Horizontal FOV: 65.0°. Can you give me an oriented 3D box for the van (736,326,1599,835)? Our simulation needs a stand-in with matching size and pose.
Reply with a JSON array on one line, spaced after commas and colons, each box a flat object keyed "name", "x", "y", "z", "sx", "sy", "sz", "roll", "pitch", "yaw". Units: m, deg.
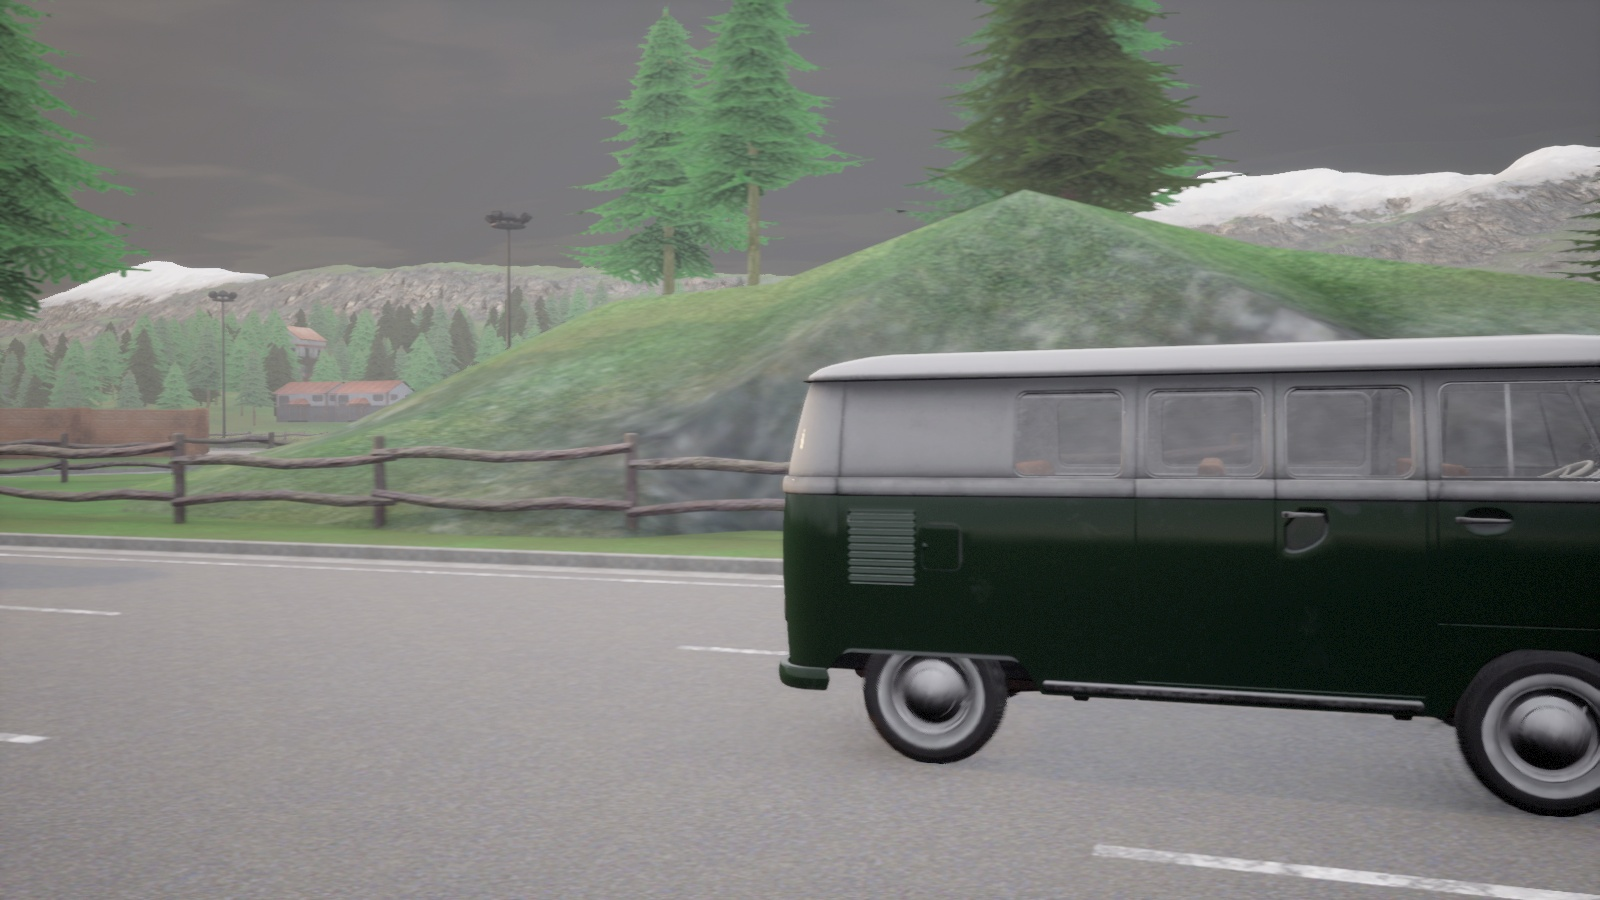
[{"name": "van", "x": 2.078, "y": 0.490, "z": 6.183, "sx": 4.442, "sy": 1.987, "sz": 1.775, "roll": 0, "pitch": 1, "yaw": 19}]

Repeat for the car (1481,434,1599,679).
[{"name": "car", "x": 7.166, "y": 0.679, "z": 8.166, "sx": 4.514, "sy": 1.525, "sz": 2.007, "roll": 1, "pitch": 1, "yaw": 19}]
